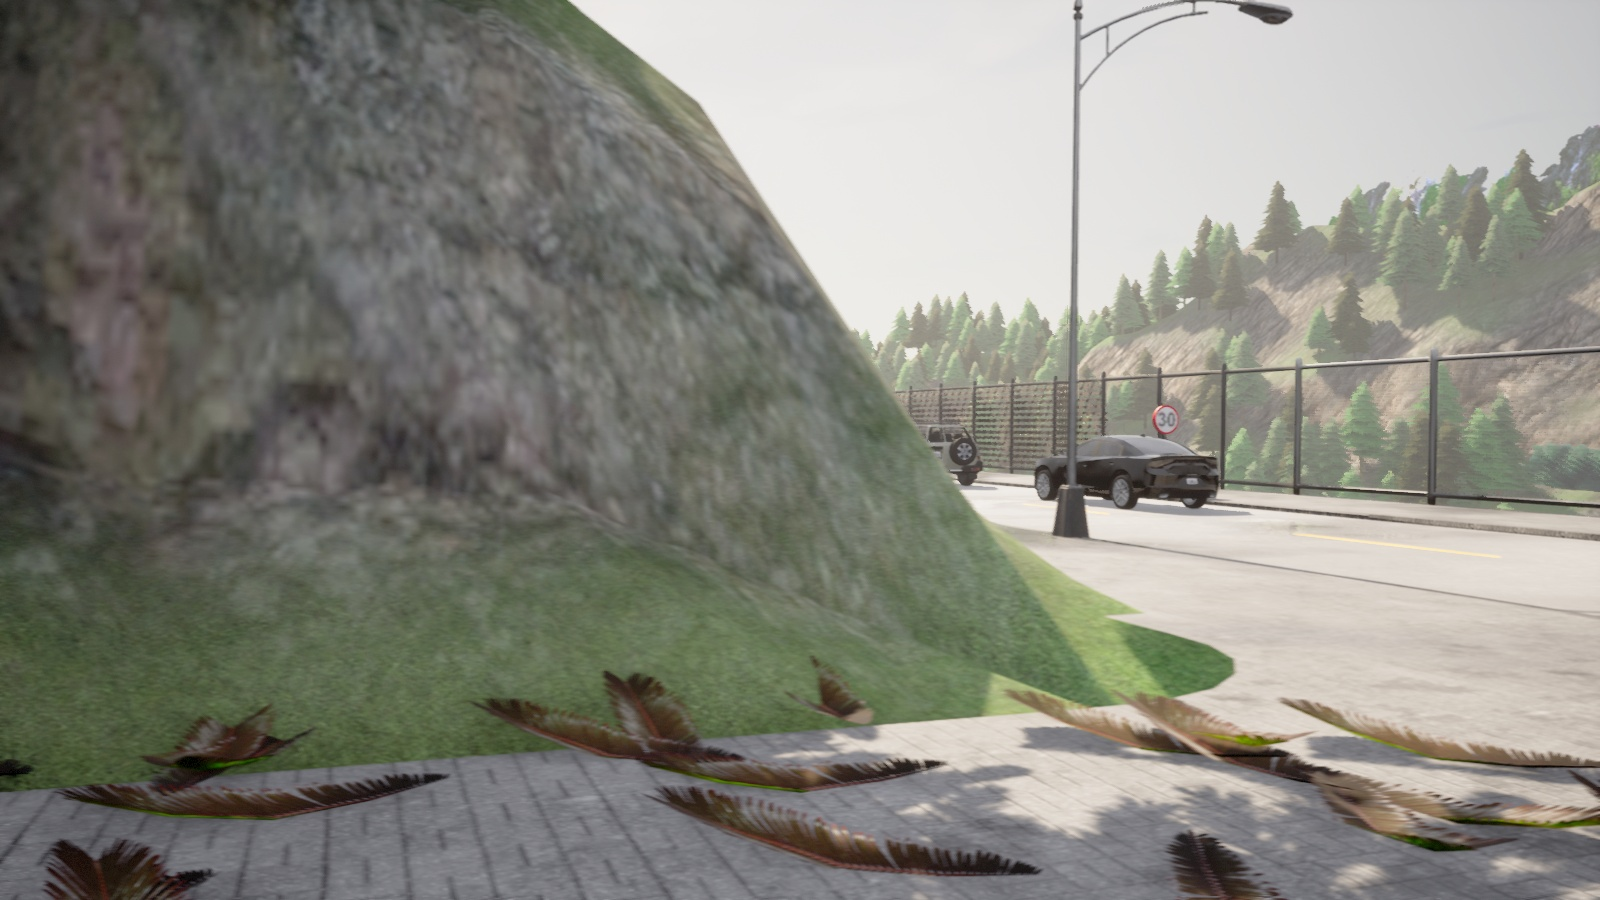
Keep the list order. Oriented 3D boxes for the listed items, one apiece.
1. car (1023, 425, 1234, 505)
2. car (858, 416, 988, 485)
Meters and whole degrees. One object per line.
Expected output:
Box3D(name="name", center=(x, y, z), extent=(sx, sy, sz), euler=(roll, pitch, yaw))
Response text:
Box3D(name="car", center=(6.923, 0.265, 27.098), extent=(1.882, 1.535, 5.008), euler=(-1, 1, -20))
Box3D(name="car", center=(3.486, -0.010, 36.511), extent=(1.932, 1.855, 4.605), euler=(-1, 1, -20))
